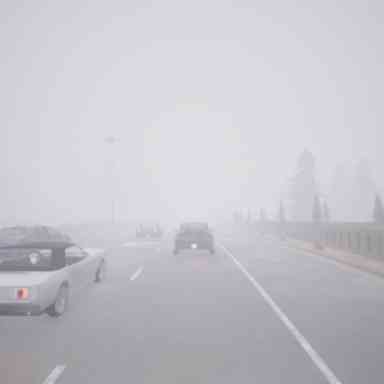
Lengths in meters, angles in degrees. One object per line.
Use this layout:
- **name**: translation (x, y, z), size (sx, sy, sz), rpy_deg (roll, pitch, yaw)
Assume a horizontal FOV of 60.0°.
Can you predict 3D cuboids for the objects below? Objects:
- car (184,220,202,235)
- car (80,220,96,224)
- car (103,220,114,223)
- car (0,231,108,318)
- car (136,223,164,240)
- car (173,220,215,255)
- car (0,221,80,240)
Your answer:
- **car**: translation (0.098, 3.921, 37.573), size (1.837, 1.490, 4.892), rpy_deg (0, -4, 0)
- **car**: translation (-17.541, 5.414, 55.770), size (2.033, 1.411, 5.357), rpy_deg (0, -5, 1)
- **car**: translation (-14.047, 5.465, 56.214), size (1.994, 1.385, 4.181), rpy_deg (0, -5, 1)
- **car**: translation (-3.400, 1.807, 7.759), size (1.895, 1.301, 4.718), rpy_deg (0, -2, 0)
- **car**: translation (-3.402, 3.230, 27.729), size (1.895, 1.301, 4.718), rpy_deg (0, -5, 0)
- **car**: translation (0.099, 2.256, 16.789), size (1.837, 1.490, 4.892), rpy_deg (0, -4, 0)
- **car**: translation (-6.901, 2.120, 14.334), size (2.033, 1.411, 5.357), rpy_deg (0, -4, 0)
